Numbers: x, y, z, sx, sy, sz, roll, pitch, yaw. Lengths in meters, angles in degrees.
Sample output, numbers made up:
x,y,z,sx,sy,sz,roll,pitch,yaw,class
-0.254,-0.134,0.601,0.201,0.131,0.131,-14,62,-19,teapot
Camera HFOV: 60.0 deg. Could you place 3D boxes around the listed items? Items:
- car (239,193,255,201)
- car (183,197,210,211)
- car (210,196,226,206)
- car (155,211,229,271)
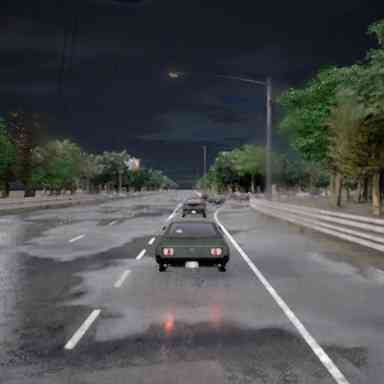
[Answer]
x,y,z,sx,sy,sz,roll,pitch,yaw,class
10.448,0.921,62.894,2.128,1.511,4.902,0,0,28,car
0.301,1.254,27.704,1.837,1.490,4.892,-1,0,4,car
3.381,1.185,45.806,1.895,1.301,4.718,0,1,16,car
0.010,1.504,10.529,1.895,1.301,4.718,0,1,0,car
